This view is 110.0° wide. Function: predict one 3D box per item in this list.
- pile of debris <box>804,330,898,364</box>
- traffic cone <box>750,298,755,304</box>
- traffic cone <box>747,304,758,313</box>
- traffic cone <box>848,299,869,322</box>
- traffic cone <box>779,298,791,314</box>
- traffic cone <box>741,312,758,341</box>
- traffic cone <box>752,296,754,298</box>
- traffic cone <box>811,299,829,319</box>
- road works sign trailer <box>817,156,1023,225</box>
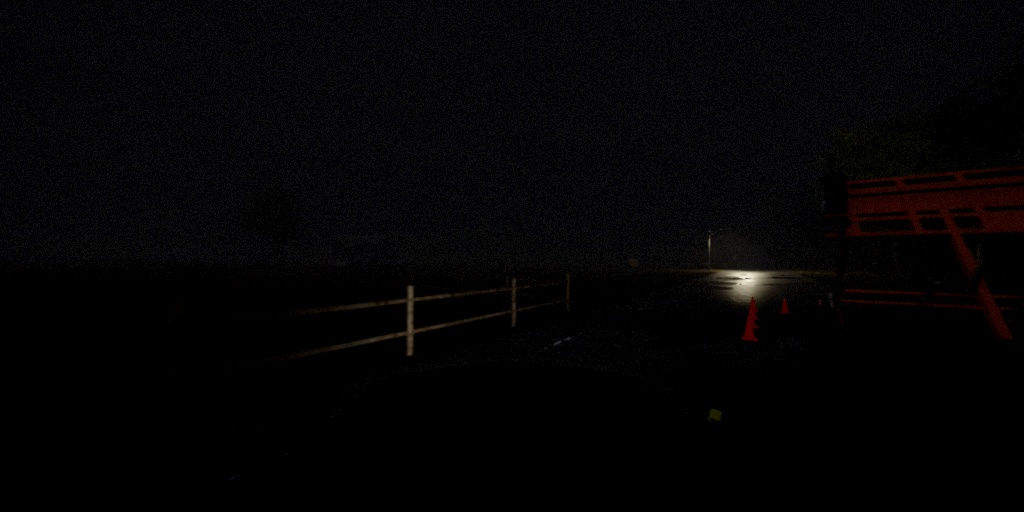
[{"bbox_3d":[7.193,1.999,8.179,1.860,0.140,1.500,0,0,35],"label":"pile of debris"},{"bbox_3d":[8.235,1.836,12.310,0.340,0.580,0.340,0,0,35],"label":"traffic cone"},{"bbox_3d":[7.101,1.816,10.663,0.340,0.580,0.340,0,0,35],"label":"traffic cone"},{"bbox_3d":[11.838,1.841,12.258,0.340,0.580,0.340,0,0,35],"label":"traffic cone"},{"bbox_3d":[10.192,1.851,13.391,0.340,0.580,0.340,0,0,35],"label":"traffic cone"},{"bbox_3d":[5.967,1.796,9.016,0.340,0.580,0.340,0,0,35],"label":"traffic cone"},{"bbox_3d":[9.369,1.855,13.958,0.340,0.580,0.340,0,0,35],"label":"traffic cone"},{"bbox_3d":[11.015,1.846,12.824,0.340,0.580,0.340,0,0,35],"label":"traffic cone"},{"bbox_3d":[4.988,-2.326,3.913,2.380,3.560,2.880,0,0,34],"label":"road works sign trailer"}]
